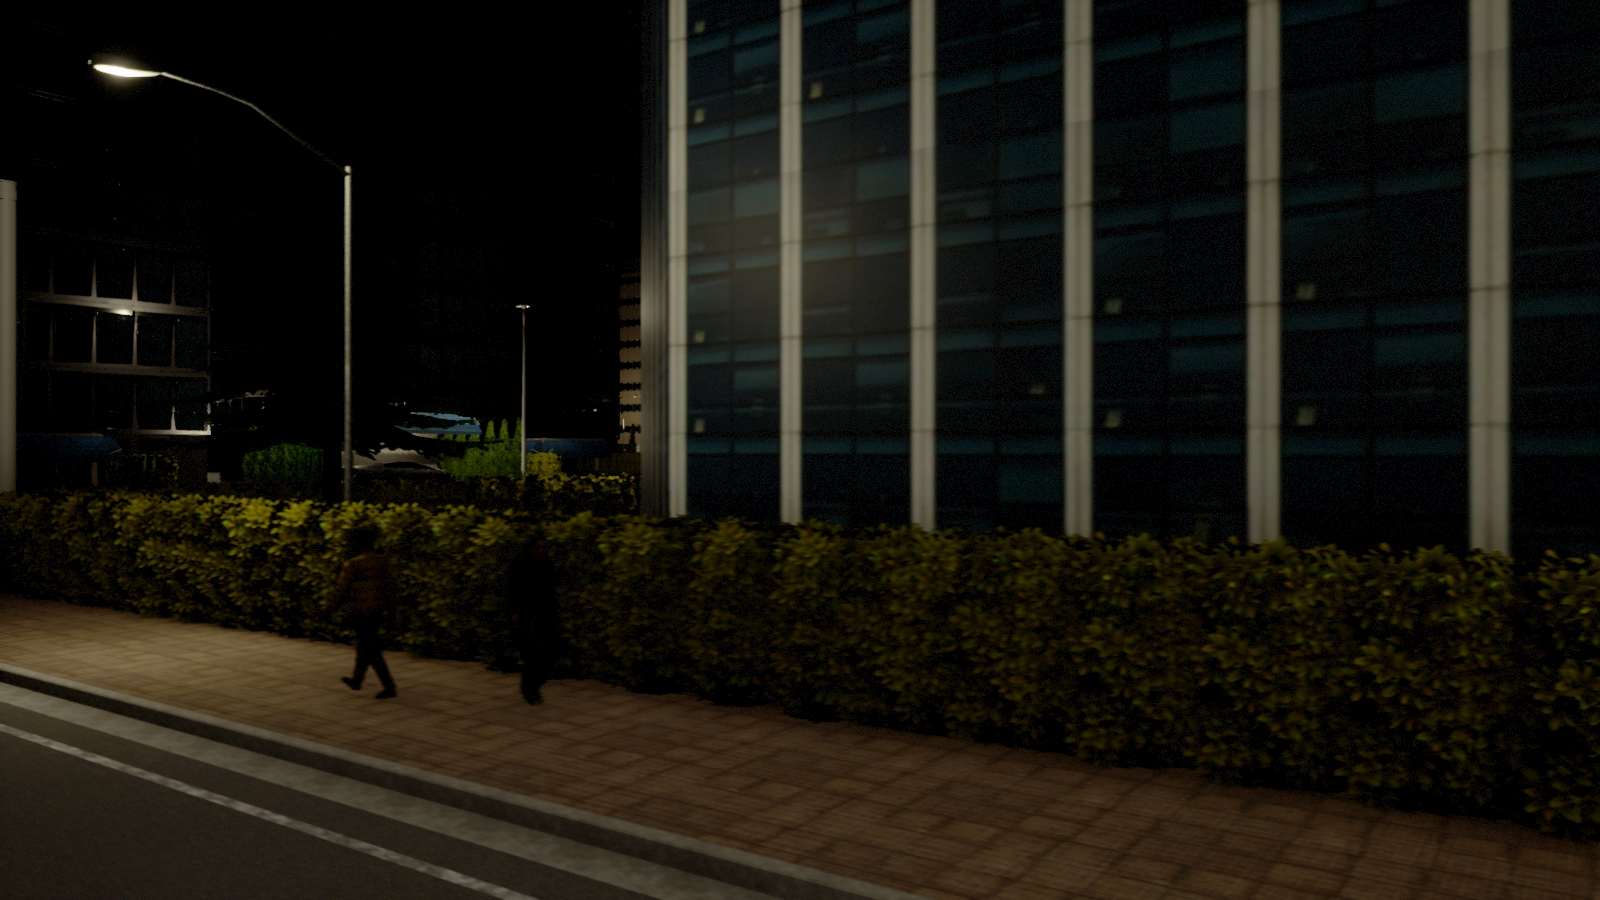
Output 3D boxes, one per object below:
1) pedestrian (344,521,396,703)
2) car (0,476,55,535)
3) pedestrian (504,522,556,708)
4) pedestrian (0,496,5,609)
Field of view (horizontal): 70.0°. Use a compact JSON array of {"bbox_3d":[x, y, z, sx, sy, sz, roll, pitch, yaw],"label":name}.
[{"bbox_3d":[-4.558,1.695,12.113,0.375,1.860,0.375,0,0,36],"label":"pedestrian"},{"bbox_3d":[-27.289,1.857,37.936,1.905,1.878,3.866,0,0,35],"label":"car"},{"bbox_3d":[-2.812,1.696,11.908,0.375,1.860,0.375,0,0,35],"label":"pedestrian"},{"bbox_3d":[-13.451,1.696,18.858,0.375,1.860,0.375,0,0,17],"label":"pedestrian"}]
